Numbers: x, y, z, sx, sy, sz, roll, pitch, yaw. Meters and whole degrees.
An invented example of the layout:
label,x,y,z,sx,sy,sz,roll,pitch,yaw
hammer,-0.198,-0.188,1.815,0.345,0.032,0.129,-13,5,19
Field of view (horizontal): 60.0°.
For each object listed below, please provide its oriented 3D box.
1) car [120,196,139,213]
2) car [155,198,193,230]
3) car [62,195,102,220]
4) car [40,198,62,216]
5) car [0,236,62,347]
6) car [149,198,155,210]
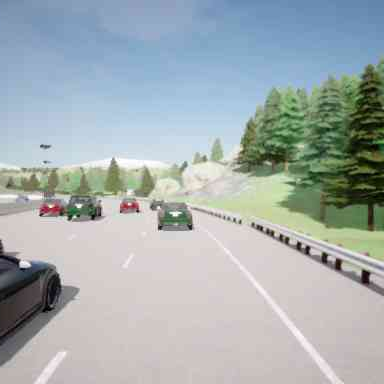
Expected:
label,x,y,z,sx,sy,sz,roll,pitch,yaw
car,-7.130,1.367,37.962,2.097,1.767,4.553,0,0,-10
car,-1.179,1.355,21.459,2.097,1.767,4.553,0,0,-6
car,-9.023,1.240,28.191,2.150,2.045,5.566,0,0,-8
car,-13.273,1.378,32.585,2.097,1.767,4.553,0,0,-9
car,-3.573,1.571,5.022,1.994,1.385,4.181,0,0,-2
car,-4.333,1.501,41.917,2.128,1.511,4.902,0,0,-12
